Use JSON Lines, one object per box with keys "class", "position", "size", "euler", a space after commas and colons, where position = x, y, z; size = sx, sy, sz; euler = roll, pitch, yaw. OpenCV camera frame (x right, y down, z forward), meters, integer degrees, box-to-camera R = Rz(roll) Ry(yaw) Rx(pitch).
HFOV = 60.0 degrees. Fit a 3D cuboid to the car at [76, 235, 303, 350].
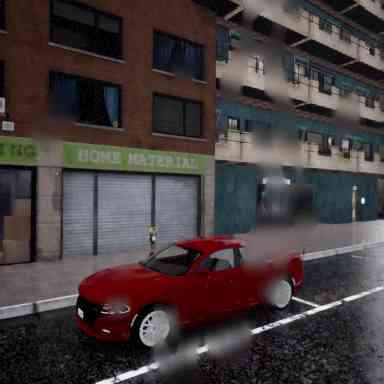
{"class": "car", "position": [0.185, 1.545, 6.219], "size": [4.507, 1.381, 1.887], "euler": [0, 1, -35]}
